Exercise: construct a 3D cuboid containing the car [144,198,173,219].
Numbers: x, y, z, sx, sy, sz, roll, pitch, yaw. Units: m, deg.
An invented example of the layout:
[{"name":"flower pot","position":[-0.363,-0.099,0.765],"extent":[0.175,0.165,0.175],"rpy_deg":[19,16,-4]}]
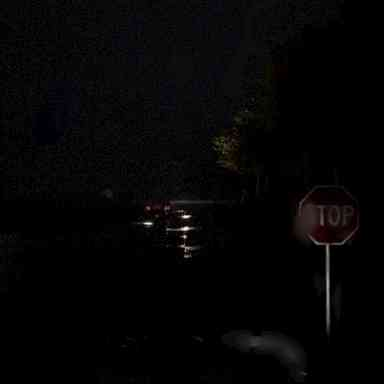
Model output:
[{"name":"car","position":[-2.783,1.317,28.461],"extent":[2.097,1.767,4.553],"rpy_deg":[0,0,0]}]
